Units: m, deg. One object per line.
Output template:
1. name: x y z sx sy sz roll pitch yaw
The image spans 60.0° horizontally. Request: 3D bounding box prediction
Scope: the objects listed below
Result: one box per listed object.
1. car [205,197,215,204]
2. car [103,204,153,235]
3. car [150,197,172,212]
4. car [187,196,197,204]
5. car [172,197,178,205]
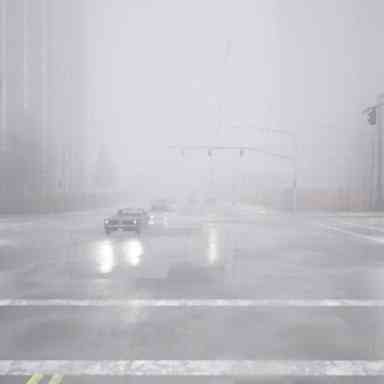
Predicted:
1. car: 3.465 1.586 65.163 1.895 1.301 4.718 0 0 0
2. car: -3.611 1.596 19.007 1.895 1.301 4.718 0 0 0
3. car: -3.616 1.496 38.203 1.837 1.490 4.892 0 0 0
4. car: -0.035 1.549 65.131 1.994 1.385 4.181 0 0 0
5. car: -3.593 1.551 58.527 1.994 1.385 4.181 0 0 0
